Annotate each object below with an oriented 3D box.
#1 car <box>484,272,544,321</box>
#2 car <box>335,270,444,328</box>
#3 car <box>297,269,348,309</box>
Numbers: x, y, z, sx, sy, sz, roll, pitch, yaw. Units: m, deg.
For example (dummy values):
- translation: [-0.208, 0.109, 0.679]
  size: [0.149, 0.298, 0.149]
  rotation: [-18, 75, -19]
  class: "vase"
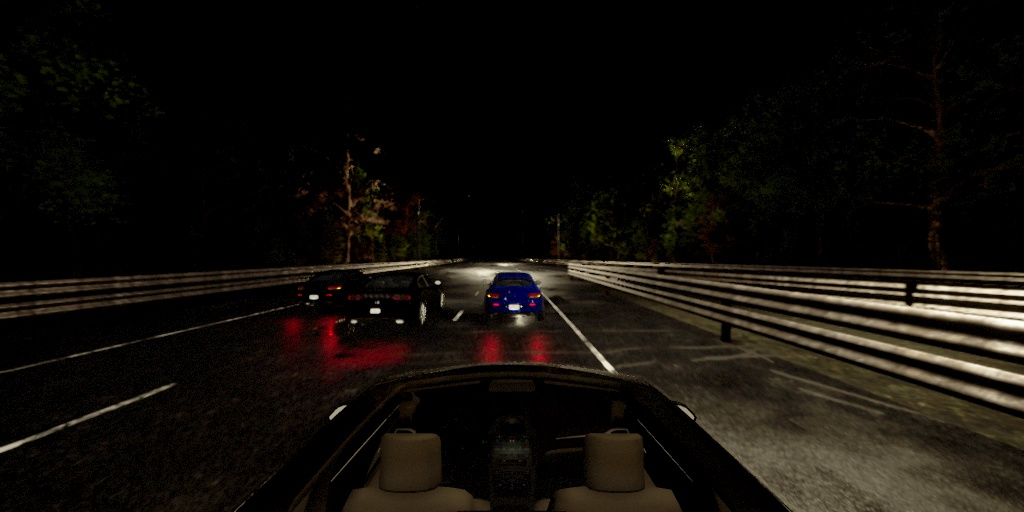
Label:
- translation: [0.046, 1.275, 12.379]
  size: [1.812, 1.442, 4.674]
  rotation: [0, 0, 0]
  class: "car"
- translation: [-3.448, 1.228, 11.473]
  size: [1.882, 1.535, 5.008]
  rotation: [0, 0, 0]
  class: "car"
- translation: [-6.975, 1.278, 14.885]
  size: [1.812, 1.442, 4.674]
  rotation: [0, 0, -1]
  class: "car"
